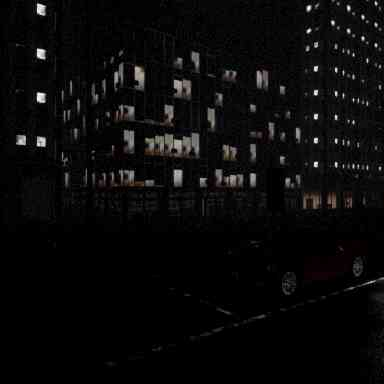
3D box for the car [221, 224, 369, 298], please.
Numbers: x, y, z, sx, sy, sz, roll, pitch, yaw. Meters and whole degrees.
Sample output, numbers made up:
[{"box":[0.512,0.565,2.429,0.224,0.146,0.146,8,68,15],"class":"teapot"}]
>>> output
[{"box":[2.756,1.545,8.530,4.507,1.381,1.887,0,0,-36],"class":"car"}]
